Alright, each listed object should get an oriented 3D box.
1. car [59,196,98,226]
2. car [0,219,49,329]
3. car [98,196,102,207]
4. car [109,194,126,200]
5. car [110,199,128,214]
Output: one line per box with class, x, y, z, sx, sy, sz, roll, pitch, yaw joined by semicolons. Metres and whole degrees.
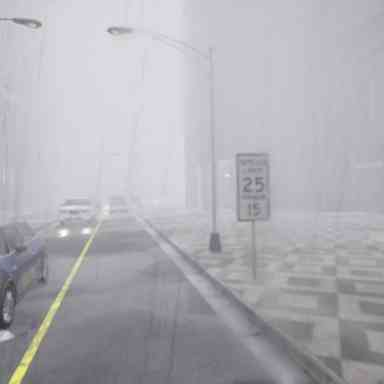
car;-8.748;1.381;25.652;2.150;2.045;5.566;-1;0;-13
car;-4.414;1.427;6.763;2.097;1.767;4.553;-1;0;-13
car;-12.269;1.242;41.393;2.097;1.767;4.553;-1;0;-13
car;-10.481;1.431;47.028;2.150;2.045;5.566;-1;0;-13
car;-8.146;1.761;37.093;1.895;1.301;4.718;-1;0;-12
